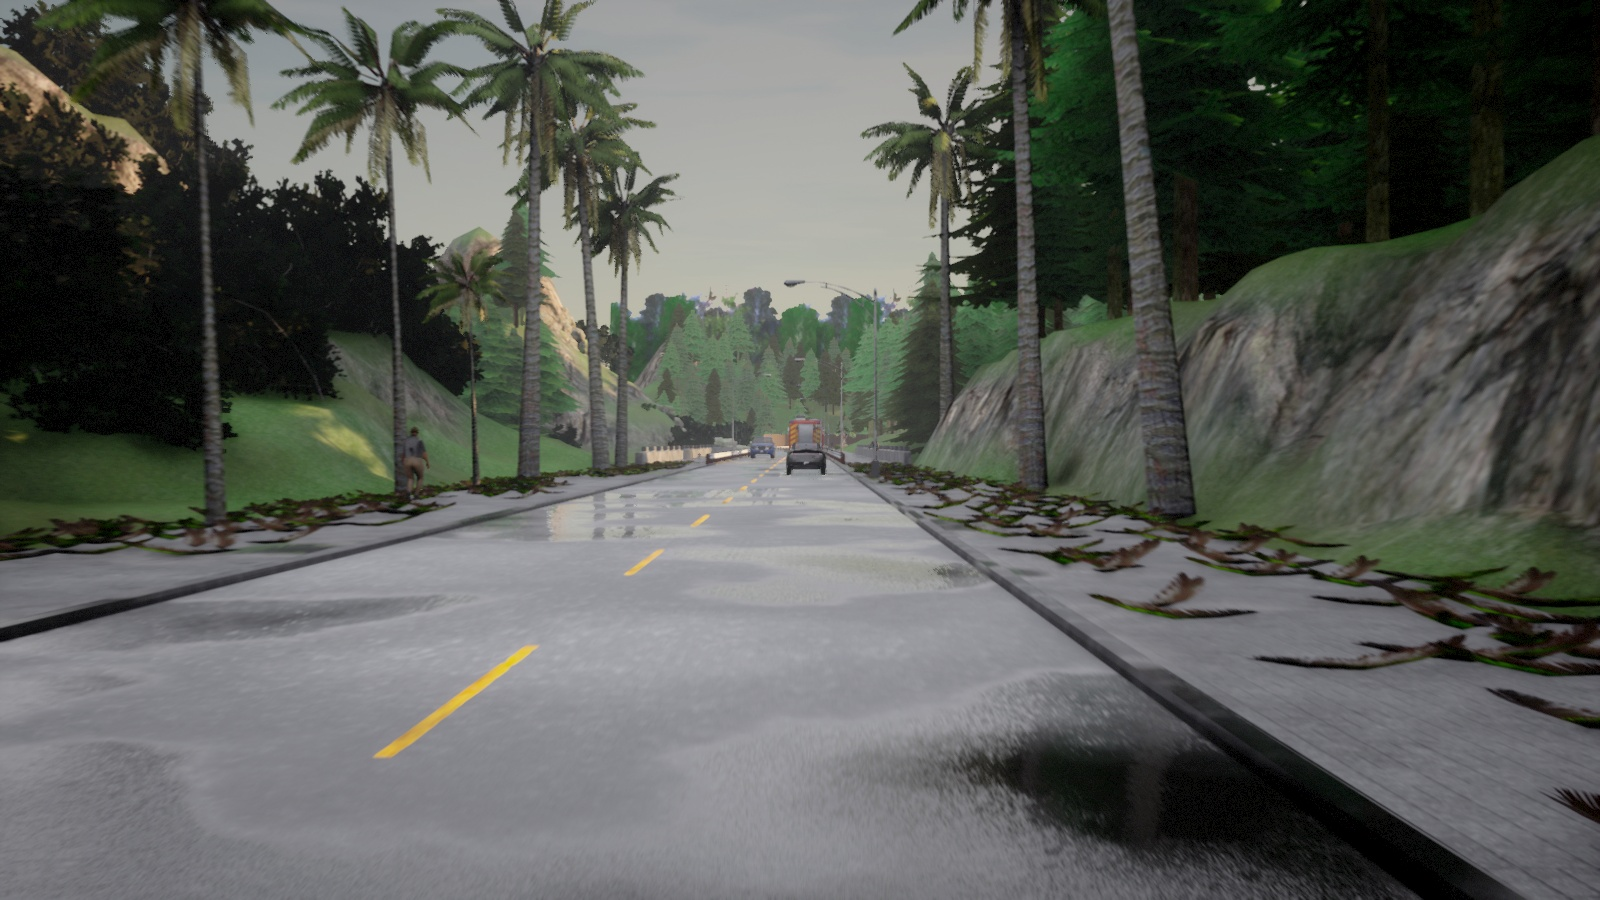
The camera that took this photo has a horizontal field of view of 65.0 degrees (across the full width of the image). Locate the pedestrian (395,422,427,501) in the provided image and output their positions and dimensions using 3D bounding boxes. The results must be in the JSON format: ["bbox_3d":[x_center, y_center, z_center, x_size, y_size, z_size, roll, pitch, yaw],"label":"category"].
[{"bbox_3d":[-9.177,0.266,29.646,0.540,1.848,0.694,0,0,1],"label":"pedestrian"}]

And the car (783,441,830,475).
[{"bbox_3d":[0.287,0.351,59.512,2.128,1.511,4.902,0,0,0],"label":"car"}]
